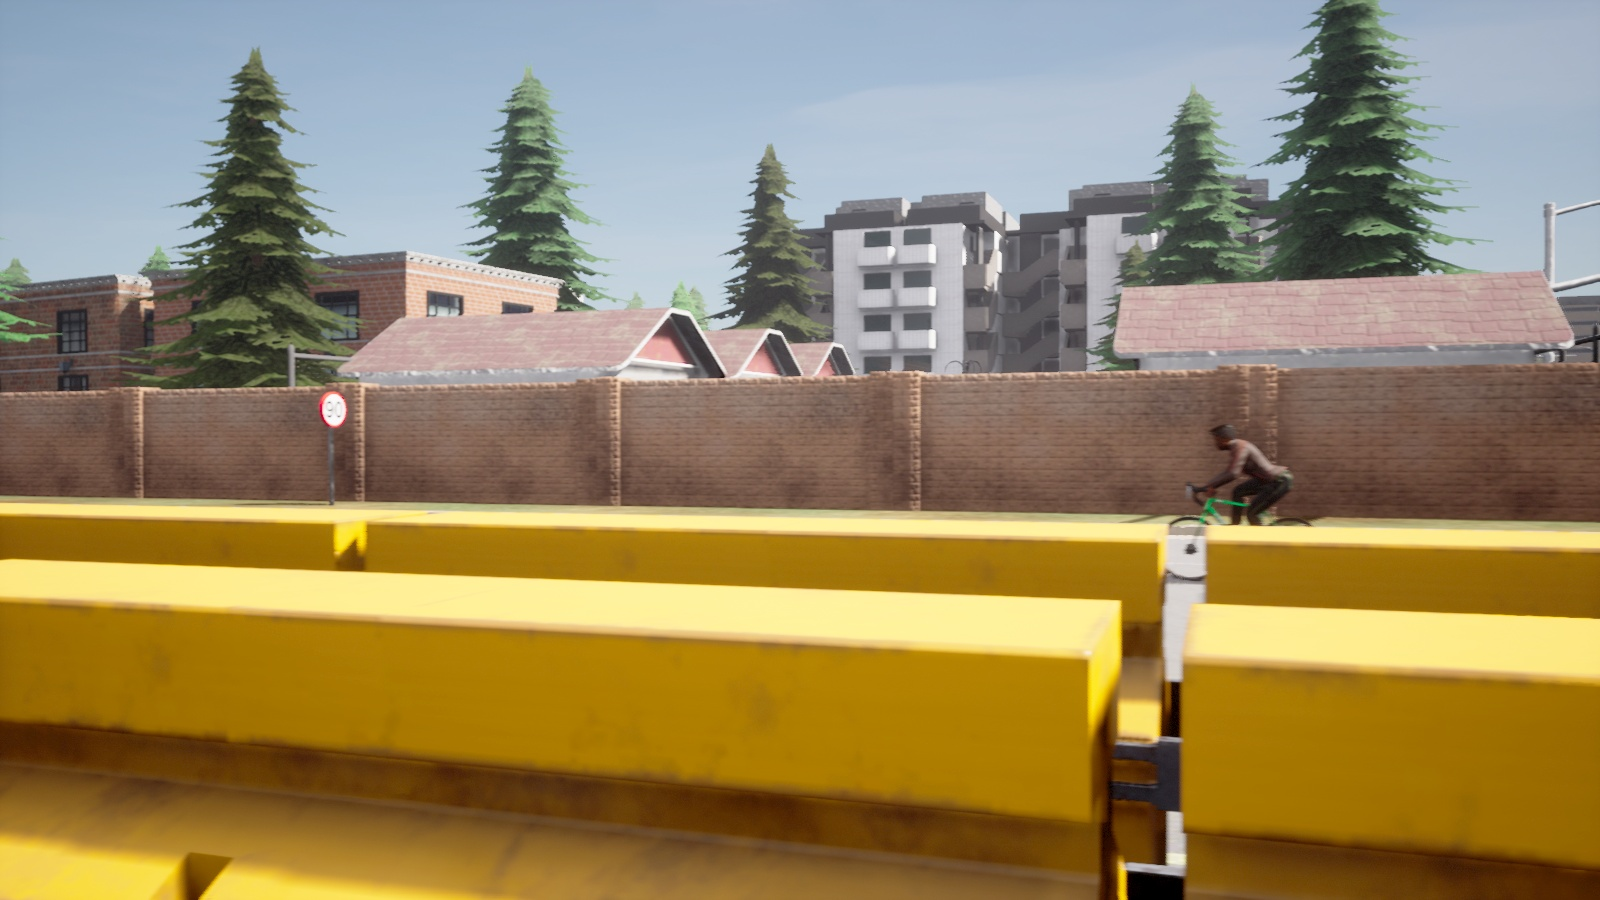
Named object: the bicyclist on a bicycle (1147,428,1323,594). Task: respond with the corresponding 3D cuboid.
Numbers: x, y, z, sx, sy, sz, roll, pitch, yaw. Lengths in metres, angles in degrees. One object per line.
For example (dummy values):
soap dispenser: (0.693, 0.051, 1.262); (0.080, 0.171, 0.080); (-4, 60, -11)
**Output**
bicyclist on a bicycle: (4.406, 0.592, 12.787); (1.656, 1.620, 0.582); (0, 1, 19)
